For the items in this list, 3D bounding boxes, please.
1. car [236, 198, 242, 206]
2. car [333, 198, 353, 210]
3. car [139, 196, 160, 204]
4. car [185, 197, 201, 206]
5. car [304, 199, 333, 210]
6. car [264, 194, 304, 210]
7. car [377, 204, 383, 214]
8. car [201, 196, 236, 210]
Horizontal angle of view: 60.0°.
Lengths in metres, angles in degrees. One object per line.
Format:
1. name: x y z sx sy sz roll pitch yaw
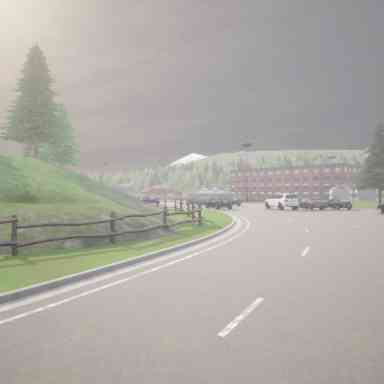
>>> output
1. car: 6.074 1.526 53.950 1.812 1.442 4.674 0 0 -34
2. car: 18.556 1.526 42.697 1.812 1.442 4.674 0 0 -13
3. car: -7.766 1.478 60.270 1.882 1.535 5.008 0 0 -42
4. car: 0.655 1.564 55.561 1.994 1.385 4.181 0 0 -37
5. car: 15.077 1.547 42.750 2.033 1.411 5.357 0 0 -17
6. car: 11.283 1.221 42.163 2.150 2.045 5.566 0 0 -16
7. car: 20.147 1.478 32.379 1.882 1.535 5.008 0 0 -2
8. car: 3.412 1.352 43.781 2.097 1.767 4.553 0 0 -23
